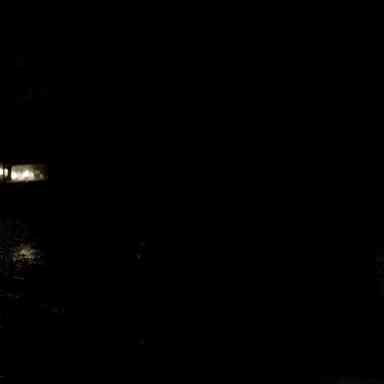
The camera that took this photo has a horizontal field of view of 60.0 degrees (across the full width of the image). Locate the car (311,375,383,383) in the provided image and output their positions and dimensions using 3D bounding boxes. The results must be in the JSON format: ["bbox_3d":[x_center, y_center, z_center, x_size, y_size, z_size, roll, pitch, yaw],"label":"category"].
[{"bbox_3d":[2.489,1.521,1.071,4.829,1.417,1.752,-1,0,37],"label":"car"}]
